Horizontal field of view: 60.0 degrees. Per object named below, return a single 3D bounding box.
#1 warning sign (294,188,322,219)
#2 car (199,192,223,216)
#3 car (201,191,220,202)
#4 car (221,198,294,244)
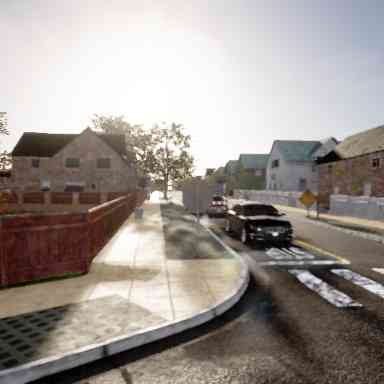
[{"bbox_3d":[7.367,0.699,21.146,1.300,1.860,1.060,-2,-1,-6],"label":"warning sign"},{"bbox_3d":[1.616,0.968,25.064,1.812,1.442,4.674,0,1,-6],"label":"car"},{"bbox_3d":[2.463,0.615,45.126,1.895,1.301,4.718,0,1,-5],"label":"car"},{"bbox_3d":[2.723,1.207,14.248,1.837,1.490,4.892,0,1,-6],"label":"car"}]
